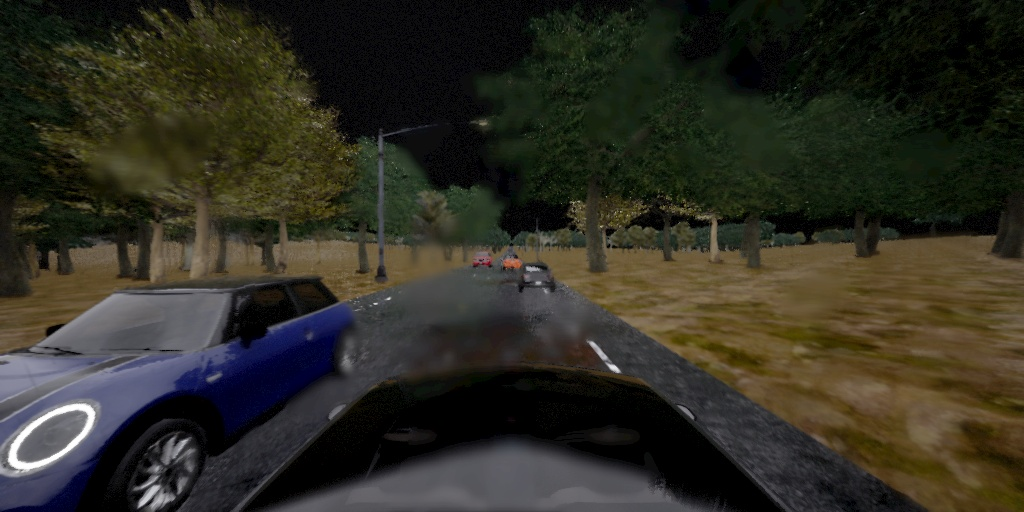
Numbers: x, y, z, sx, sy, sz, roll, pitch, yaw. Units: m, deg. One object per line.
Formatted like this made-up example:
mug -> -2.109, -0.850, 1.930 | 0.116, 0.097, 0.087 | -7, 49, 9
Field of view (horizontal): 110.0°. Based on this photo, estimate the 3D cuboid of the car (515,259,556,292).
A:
car -> 1.226, 1.049, 18.911 | 1.812, 1.442, 4.674 | 0, 1, 0

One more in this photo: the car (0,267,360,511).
car -> -3.594, 1.068, 4.068 | 2.097, 1.767, 4.553 | 0, 1, 0

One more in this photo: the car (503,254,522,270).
car -> 0.041, 0.598, 41.000 | 2.097, 1.767, 4.553 | 0, 1, 0

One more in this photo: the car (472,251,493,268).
car -> -3.569, 0.422, 44.502 | 2.150, 2.045, 5.566 | 0, 1, 0
